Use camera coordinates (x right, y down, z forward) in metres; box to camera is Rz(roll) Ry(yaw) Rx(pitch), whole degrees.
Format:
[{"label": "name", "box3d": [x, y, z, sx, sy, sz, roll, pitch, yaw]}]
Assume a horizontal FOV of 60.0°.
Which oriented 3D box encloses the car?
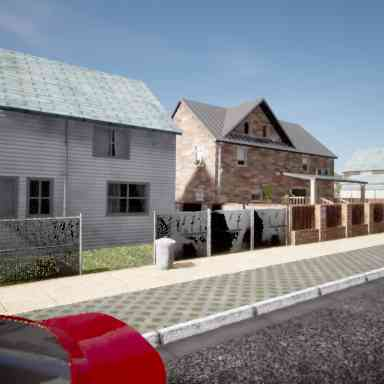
[{"label": "car", "box3d": [-2.426, 1.477, 1.334, 5.008, 1.535, 1.882, 0, 0, -36]}]
